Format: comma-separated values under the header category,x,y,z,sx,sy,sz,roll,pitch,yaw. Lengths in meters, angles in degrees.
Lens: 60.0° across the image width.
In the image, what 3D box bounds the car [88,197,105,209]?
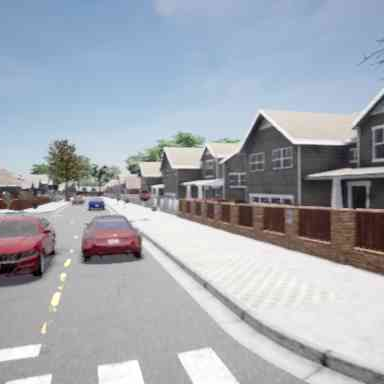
category,x,y,z,sx,sy,sz,roll,pitch,yaw
car,-11.677,1.425,40.813,1.882,1.535,5.008,-1,0,-16

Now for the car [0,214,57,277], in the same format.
category,x,y,z,sx,sy,sz,roll,pitch,yaw
car,-5.394,1.508,10.310,1.882,1.535,5.008,-1,0,-16

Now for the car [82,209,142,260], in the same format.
category,x,y,z,sx,sy,sz,roll,pitch,yaw
car,-3.080,1.547,12.580,1.994,1.385,4.181,-1,0,-17

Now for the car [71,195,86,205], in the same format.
category,x,y,z,sx,sy,sz,roll,pitch,yaw
car,-19.789,1.502,57.686,1.837,1.490,4.892,-1,0,-16

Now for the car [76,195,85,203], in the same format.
category,x,y,z,sx,sy,sz,roll,pitch,yaw
car,-24.256,1.493,72.476,1.882,1.535,5.008,-1,0,-17

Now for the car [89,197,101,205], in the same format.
category,x,y,z,sx,sy,sz,roll,pitch,yaw
car,-16.791,1.554,57.685,1.895,1.301,4.718,-1,0,-17
